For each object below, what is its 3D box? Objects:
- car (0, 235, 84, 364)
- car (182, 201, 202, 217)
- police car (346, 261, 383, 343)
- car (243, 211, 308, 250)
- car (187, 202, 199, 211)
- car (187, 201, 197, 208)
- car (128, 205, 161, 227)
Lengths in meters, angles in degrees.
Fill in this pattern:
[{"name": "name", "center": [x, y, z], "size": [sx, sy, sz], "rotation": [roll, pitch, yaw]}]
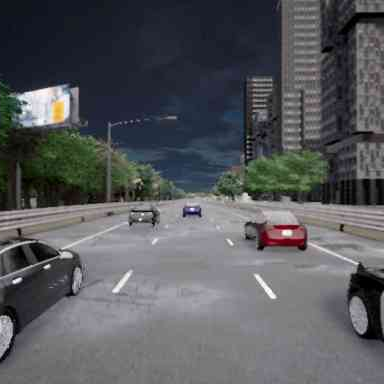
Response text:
[{"name": "car", "center": [-3.399, 1.518, 5.760], "size": [1.837, 1.490, 4.892], "rotation": [0, 0, 0]}, {"name": "car", "center": [0.015, 1.878, 36.356], "size": [2.163, 1.488, 4.792], "rotation": [0, -1, 0]}, {"name": "police car", "center": [3.499, 1.432, 3.676], "size": [1.930, 1.638, 5.238], "rotation": [0, 0, 0]}, {"name": "car", "center": [3.506, 1.567, 14.596], "size": [2.163, 1.488, 4.792], "rotation": [0, 0, 0]}, {"name": "car", "center": [0.127, 2.244, 52.516], "size": [1.812, 1.442, 4.674], "rotation": [0, -1, 0]}, {"name": "car", "center": [0.046, 2.744, 73.731], "size": [2.128, 1.511, 4.902], "rotation": [0, -1, 0]}, {"name": "car", "center": [-3.388, 1.660, 24.300], "size": [2.128, 1.511, 4.902], "rotation": [0, -1, 0]}]
